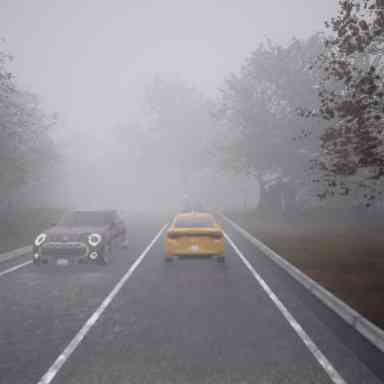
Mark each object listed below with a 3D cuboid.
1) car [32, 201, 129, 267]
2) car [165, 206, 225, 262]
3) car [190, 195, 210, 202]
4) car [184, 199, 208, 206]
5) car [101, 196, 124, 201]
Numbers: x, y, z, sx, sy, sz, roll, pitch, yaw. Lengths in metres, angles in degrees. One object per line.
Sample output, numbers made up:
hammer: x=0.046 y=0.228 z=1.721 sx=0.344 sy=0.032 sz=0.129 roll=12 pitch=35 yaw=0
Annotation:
car: x=-3.598 y=1.365 z=11.504 sx=2.097 sy=1.767 sz=4.553 roll=0 pitch=0 yaw=0
car: x=0.091 y=1.491 z=12.178 sx=1.882 sy=1.535 sz=5.008 roll=0 pitch=0 yaw=0
car: x=1.397 y=1.434 z=69.752 sx=4.553 sy=1.767 sz=2.097 roll=0 pitch=0 yaw=9
car: x=0.219 y=1.598 z=30.183 sx=1.994 sy=1.385 sz=4.181 roll=0 pitch=0 yaw=4
car: x=-14.933 y=1.574 z=62.673 sx=1.837 sy=1.490 sz=4.892 roll=-2 pitch=-1 yaw=35
